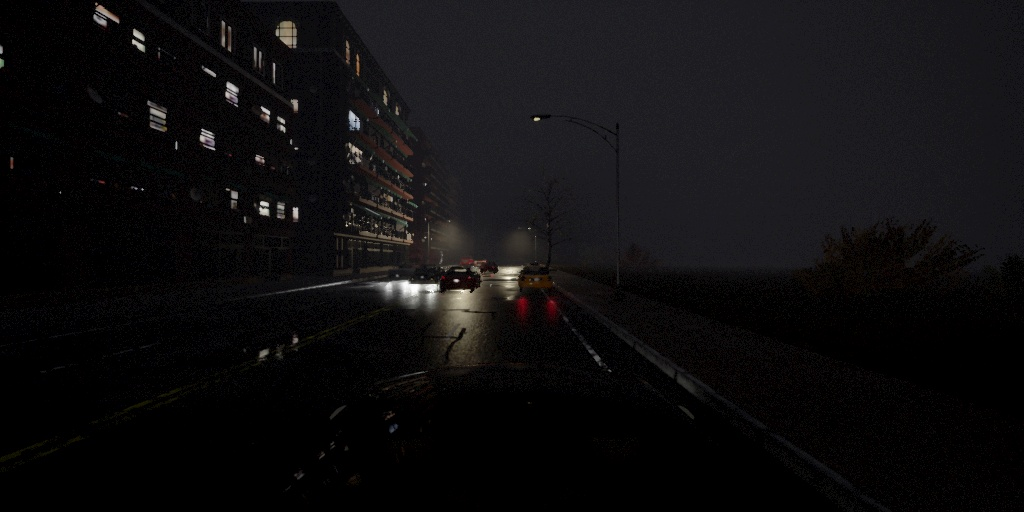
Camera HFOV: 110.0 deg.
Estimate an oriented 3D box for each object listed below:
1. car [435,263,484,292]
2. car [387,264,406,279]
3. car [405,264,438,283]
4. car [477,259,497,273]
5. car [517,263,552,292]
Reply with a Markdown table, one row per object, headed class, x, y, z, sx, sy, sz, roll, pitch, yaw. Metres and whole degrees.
| class | x | y | z | sx | sy | sz | roll | pitch | yaw |
| --- | --- | --- | --- | --- | --- | --- | --- | --- | --- |
| car | -2.996 | 1.321 | 21.410 | 1.994 | 1.385 | 4.181 | 0 | 0 | 0 |
| car | -9.609 | 1.361 | 32.294 | 1.895 | 1.301 | 4.718 | 0 | 0 | 0 |
| car | -6.396 | 1.323 | 27.568 | 1.994 | 1.385 | 4.181 | 0 | 0 | 0 |
| car | -2.810 | 1.363 | 44.387 | 1.895 | 1.301 | 4.718 | 0 | 0 | 0 |
| car | 1.290 | 1.213 | 21.123 | 1.801 | 1.575 | 5.366 | 0 | 0 | 0 |
